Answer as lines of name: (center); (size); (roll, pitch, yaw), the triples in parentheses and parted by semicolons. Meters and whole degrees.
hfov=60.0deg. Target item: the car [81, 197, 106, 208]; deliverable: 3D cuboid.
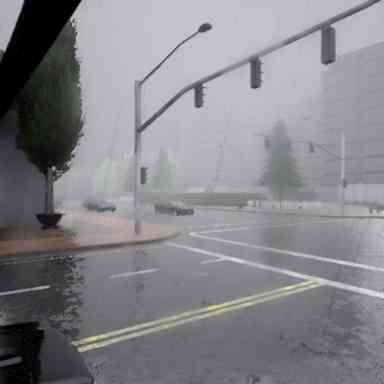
car: (-14.731, 1.494, 49.412); (2.128, 1.511, 4.902); (0, 0, -35)

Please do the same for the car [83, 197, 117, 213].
car: (-10.187, 1.549, 37.060); (2.033, 1.411, 5.357); (0, 0, -36)

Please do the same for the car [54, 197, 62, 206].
car: (-22.762, 1.513, 54.705); (1.837, 1.490, 4.892); (0, 0, -36)

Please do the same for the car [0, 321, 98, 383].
car: (-2.869, 1.601, 1.744); (4.718, 1.301, 1.895); (0, 0, -35)

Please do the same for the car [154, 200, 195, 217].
car: (-1.711, 1.480, 31.273); (1.882, 1.535, 5.008); (0, 1, -36)
